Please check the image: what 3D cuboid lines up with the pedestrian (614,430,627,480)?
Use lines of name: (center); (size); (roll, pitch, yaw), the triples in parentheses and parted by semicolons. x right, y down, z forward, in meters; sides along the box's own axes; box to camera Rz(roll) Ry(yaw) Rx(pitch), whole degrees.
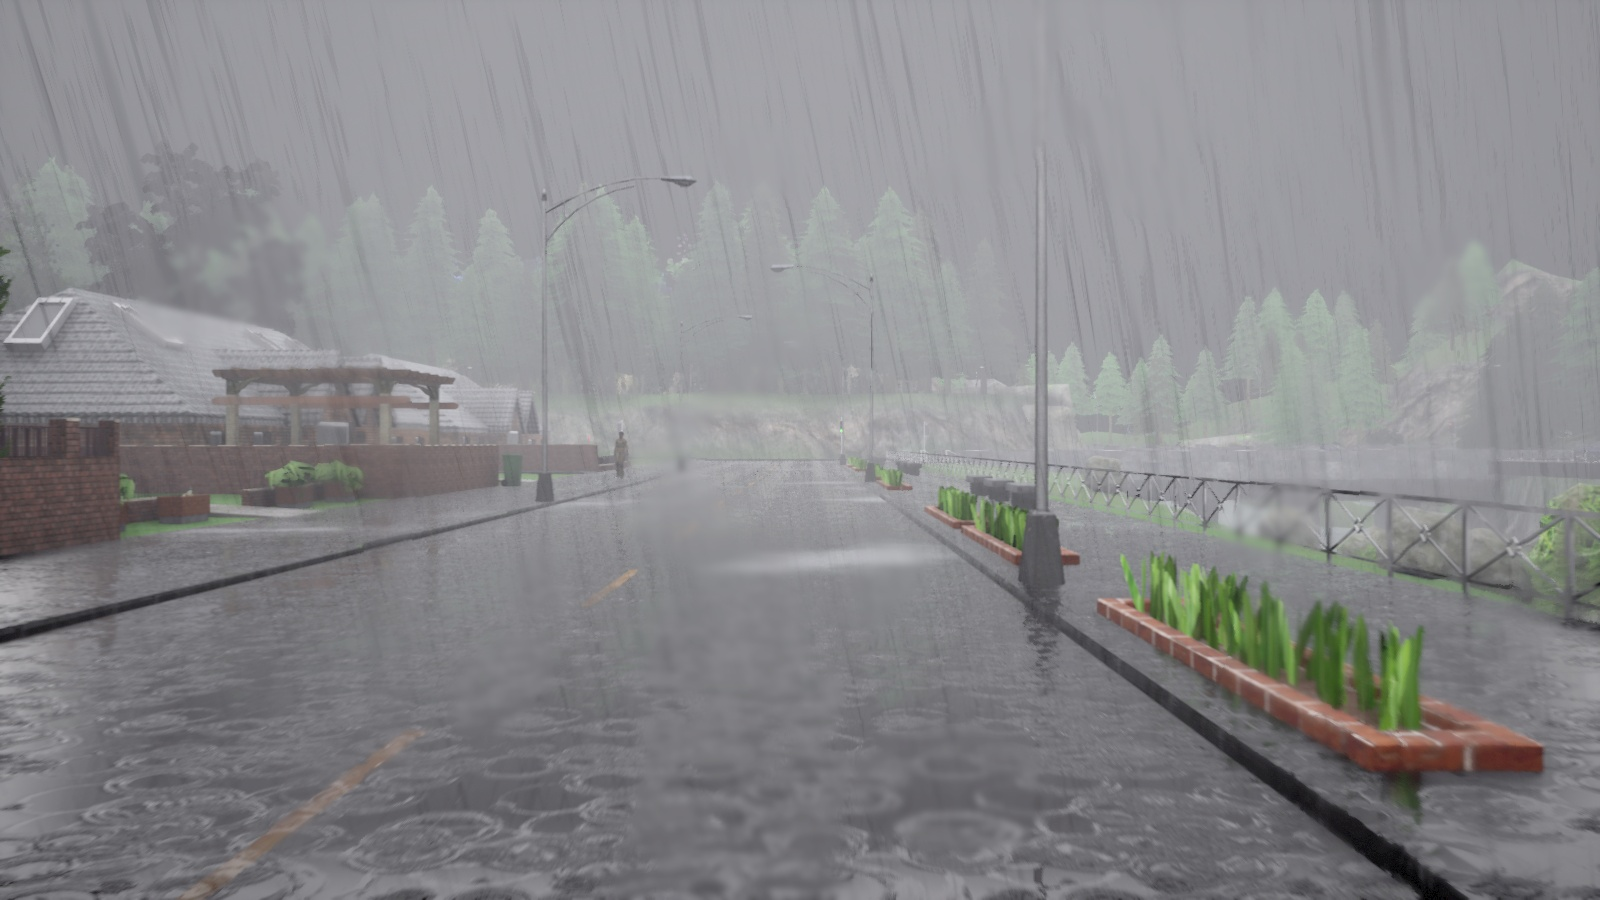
pedestrian: (-6.961, 0.177, 48.608); (0.396, 1.930, 0.692); (0, 0, 1)
